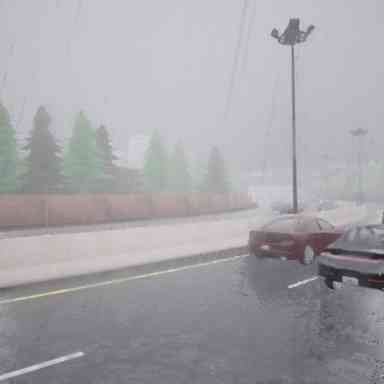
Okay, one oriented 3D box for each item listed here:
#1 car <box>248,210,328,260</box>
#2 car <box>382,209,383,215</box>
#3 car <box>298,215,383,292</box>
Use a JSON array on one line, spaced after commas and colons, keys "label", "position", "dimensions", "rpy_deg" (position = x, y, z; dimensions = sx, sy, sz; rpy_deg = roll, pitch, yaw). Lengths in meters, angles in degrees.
[{"label": "car", "position": [4.126, 1.618, 12.305], "dimensions": [5.008, 1.535, 1.882], "rpy_deg": [0, -1, -44]}, {"label": "car", "position": [16.341, 1.712, 26.381], "dimensions": [1.837, 1.490, 4.892], "rpy_deg": [-1, -1, 36]}, {"label": "car", "position": [4.958, 1.563, 8.289], "dimensions": [4.902, 1.511, 2.128], "rpy_deg": [0, -1, -42]}]
